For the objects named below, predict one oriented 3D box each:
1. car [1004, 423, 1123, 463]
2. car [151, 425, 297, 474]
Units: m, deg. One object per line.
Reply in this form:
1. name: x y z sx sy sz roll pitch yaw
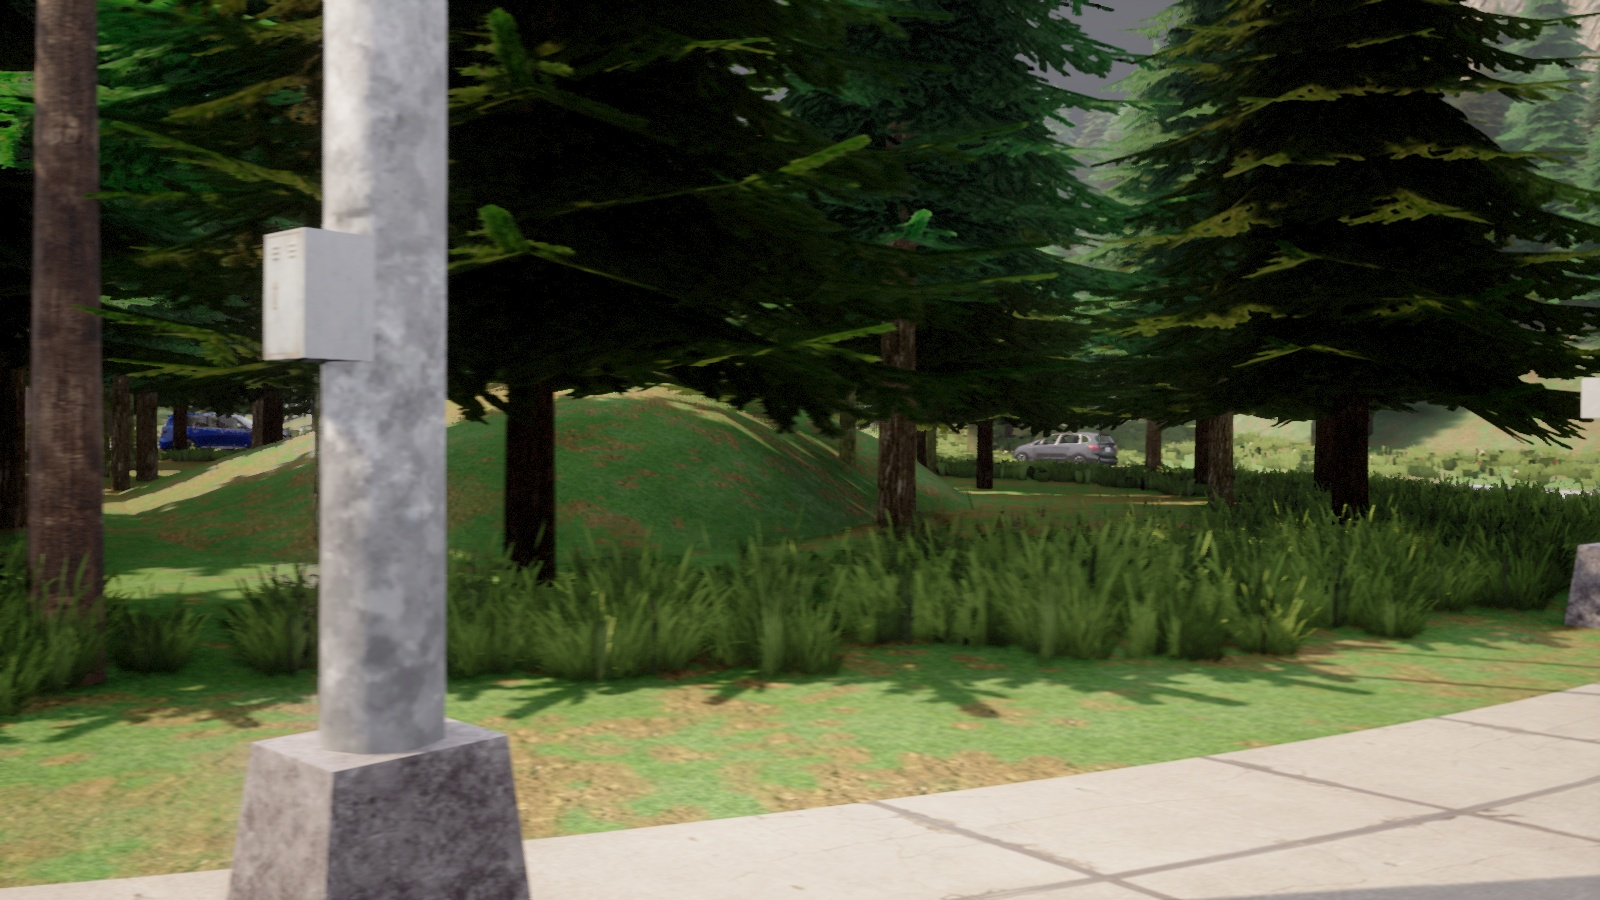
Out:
1. car: 11.517 -0.319 55.045 4.611 1.667 2.242 0 1 44
2. car: -25.702 -0.044 56.227 5.566 2.045 2.150 -1 1 -8
